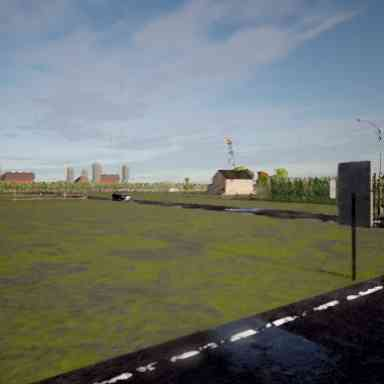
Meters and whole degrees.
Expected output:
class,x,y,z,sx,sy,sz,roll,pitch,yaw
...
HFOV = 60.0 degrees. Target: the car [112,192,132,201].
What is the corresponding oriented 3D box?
class,x,y,z,sx,sy,sz,roll,pitch,yaw
car,-11.612,0.705,54.961,2.128,1.511,4.902,-1,1,-36
